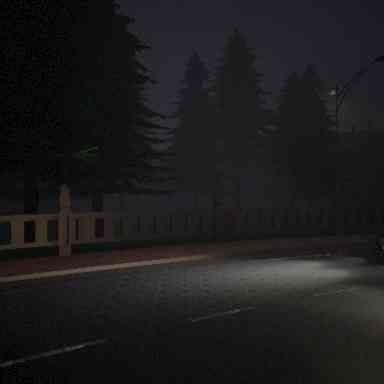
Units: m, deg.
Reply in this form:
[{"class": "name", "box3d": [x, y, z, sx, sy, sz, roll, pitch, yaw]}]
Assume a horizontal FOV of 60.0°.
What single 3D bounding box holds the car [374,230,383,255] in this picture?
[{"class": "car", "box3d": [8.446, 1.491, 11.057, 4.902, 1.511, 2.128, 0, 0, -15]}]
